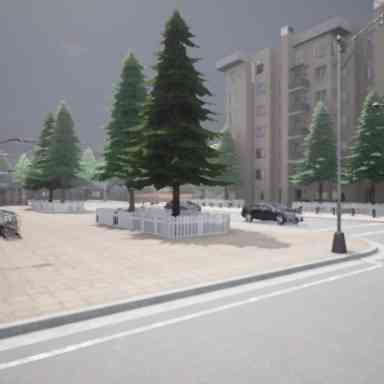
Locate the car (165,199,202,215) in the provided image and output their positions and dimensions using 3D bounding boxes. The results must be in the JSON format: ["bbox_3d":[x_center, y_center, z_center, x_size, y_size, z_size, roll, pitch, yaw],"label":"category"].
[{"bbox_3d":[-0.917,1.501,32.931,1.837,1.490,4.892,0,0,-36],"label":"car"}]

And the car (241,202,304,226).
[{"bbox_3d":[5.668,1.487,23.846,2.128,1.511,4.902,0,0,-36],"label":"car"}]
